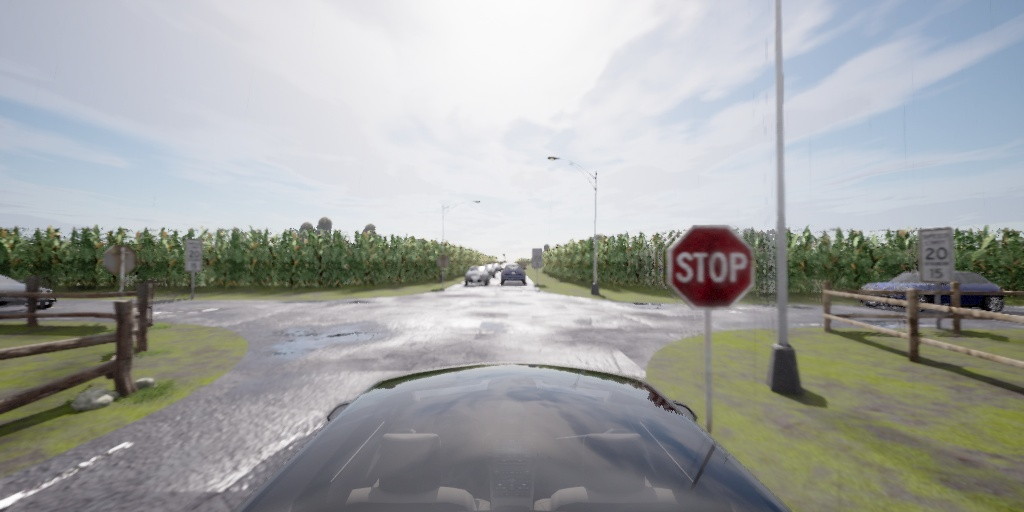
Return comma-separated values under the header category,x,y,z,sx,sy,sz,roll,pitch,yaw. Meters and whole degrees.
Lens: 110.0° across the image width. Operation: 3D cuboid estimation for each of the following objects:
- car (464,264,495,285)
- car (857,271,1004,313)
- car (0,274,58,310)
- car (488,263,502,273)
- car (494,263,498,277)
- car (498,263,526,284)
category,x,y,z,sx,sy,sz,roll,pitch,yaw
car,-2.826,1.609,30.096,2.128,1.511,4.902,0,-1,0
car,17.772,1.424,15.433,4.553,1.767,2.097,0,-1,1
car,-19.439,1.302,12.887,4.674,1.442,1.812,0,-1,1
car,-2.753,1.972,59.141,2.128,1.511,4.902,0,-1,1
car,-2.816,1.744,40.860,2.128,1.511,4.902,0,-1,0
car,0.124,1.493,31.911,2.097,1.767,4.553,0,-1,0
